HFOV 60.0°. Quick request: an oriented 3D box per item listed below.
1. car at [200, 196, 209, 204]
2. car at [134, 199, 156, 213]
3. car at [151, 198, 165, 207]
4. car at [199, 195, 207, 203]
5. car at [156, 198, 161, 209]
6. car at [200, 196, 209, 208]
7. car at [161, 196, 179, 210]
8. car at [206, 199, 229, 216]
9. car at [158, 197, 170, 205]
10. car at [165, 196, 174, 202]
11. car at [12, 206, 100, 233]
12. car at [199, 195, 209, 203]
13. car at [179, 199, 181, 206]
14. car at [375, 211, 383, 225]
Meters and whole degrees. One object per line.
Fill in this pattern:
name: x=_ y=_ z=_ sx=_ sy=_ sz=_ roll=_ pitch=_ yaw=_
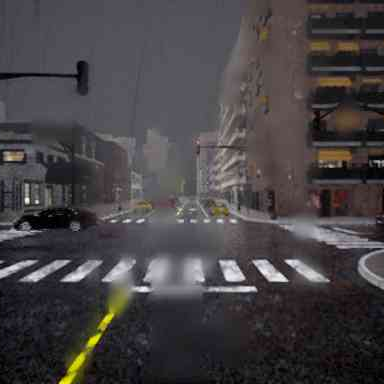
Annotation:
car: x=2.692 y=1.714 z=73.038 sx=1.967 sy=1.590 sz=4.097 roll=0 pitch=0 yaw=0
car: x=-5.687 y=1.655 z=38.691 sx=1.752 sy=1.417 sz=4.829 roll=0 pitch=0 yaw=0
car: x=-5.688 y=1.742 z=55.952 sx=1.887 sy=1.381 sz=4.507 roll=0 pitch=0 yaw=0
car: x=2.691 y=1.798 z=67.340 sx=2.008 sy=1.369 sz=4.403 roll=0 pitch=0 yaw=0
car: x=-5.688 y=1.696 z=44.558 sx=1.887 sy=1.381 sz=4.507 roll=0 pitch=0 yaw=0
car: x=2.693 y=1.740 z=50.250 sx=1.947 sy=1.339 sz=4.313 roll=0 pitch=0 yaw=0
car: x=-3.089 y=1.630 z=44.831 sx=1.882 sy=1.535 sz=5.008 roll=0 pitch=0 yaw=0
car: x=2.694 y=1.635 z=33.331 sx=1.752 sy=1.417 sz=4.829 roll=0 pitch=0 yaw=0
car: x=-5.689 y=1.798 z=67.344 sx=2.008 sy=1.369 sz=4.403 roll=0 pitch=0 yaw=0
car: x=-5.689 y=1.770 z=84.435 sx=1.967 sy=1.590 sz=4.097 roll=0 pitch=0 yaw=0
car: x=-8.024 y=1.596 z=19.781 sx=4.892 sy=1.490 sz=1.837 roll=0 pitch=-1 yaw=0
car: x=2.692 y=1.617 z=78.735 sx=2.192 sy=1.841 sz=5.009 roll=0 pitch=0 yaw=0
car: x=-3.046 y=1.721 z=60.599 sx=1.837 sy=1.490 sz=4.892 roll=0 pitch=0 yaw=1
car: x=14.719 y=1.514 z=22.640 sx=4.097 sy=1.590 sz=1.967 roll=0 pitch=-1 yaw=0
